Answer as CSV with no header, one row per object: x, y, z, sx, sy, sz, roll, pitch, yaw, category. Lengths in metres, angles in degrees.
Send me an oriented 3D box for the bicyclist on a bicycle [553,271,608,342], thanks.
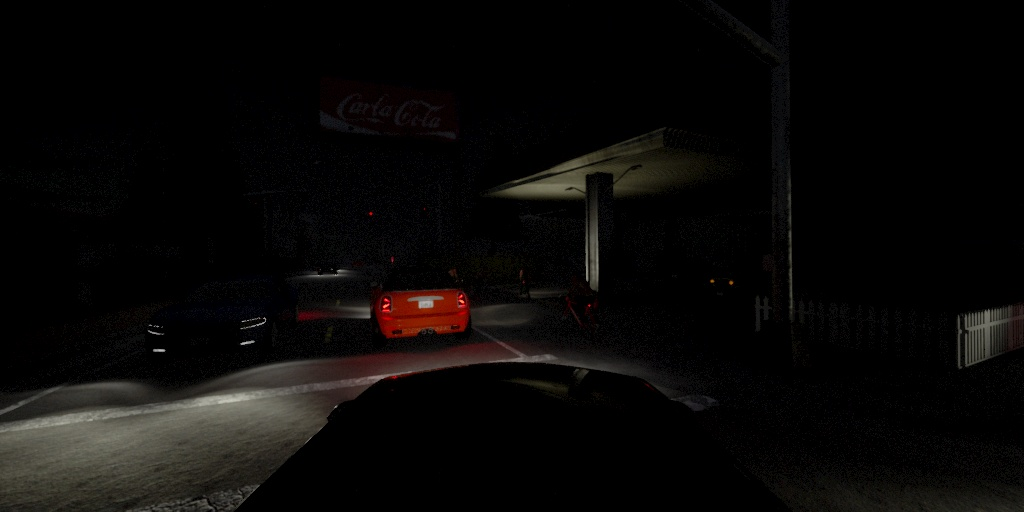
1.640,1.193,8.735,0.582,1.620,1.656,3,-2,-43,bicyclist on a bicycle

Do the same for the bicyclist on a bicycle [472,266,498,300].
-1.455,1.318,17.805,1.656,1.620,0.582,1,0,-22,bicyclist on a bicycle

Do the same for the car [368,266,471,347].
-2.614,1.039,9.486,2.097,1.767,4.553,0,0,-22,car

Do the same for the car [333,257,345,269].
-27.784,1.392,55.998,2.128,1.511,4.902,0,0,-24,car

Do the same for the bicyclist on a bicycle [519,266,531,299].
0.653,1.311,17.937,0.582,1.620,1.656,0,0,16,bicyclist on a bicycle

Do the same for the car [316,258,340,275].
-20.915,1.346,40.702,1.837,1.490,4.892,0,0,-24,car

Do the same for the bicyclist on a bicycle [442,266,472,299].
-2.751,1.291,16.413,1.656,1.620,0.582,1,0,37,bicyclist on a bicycle

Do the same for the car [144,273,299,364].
-6.319,1.192,8.387,1.882,1.535,5.008,0,0,-24,car
